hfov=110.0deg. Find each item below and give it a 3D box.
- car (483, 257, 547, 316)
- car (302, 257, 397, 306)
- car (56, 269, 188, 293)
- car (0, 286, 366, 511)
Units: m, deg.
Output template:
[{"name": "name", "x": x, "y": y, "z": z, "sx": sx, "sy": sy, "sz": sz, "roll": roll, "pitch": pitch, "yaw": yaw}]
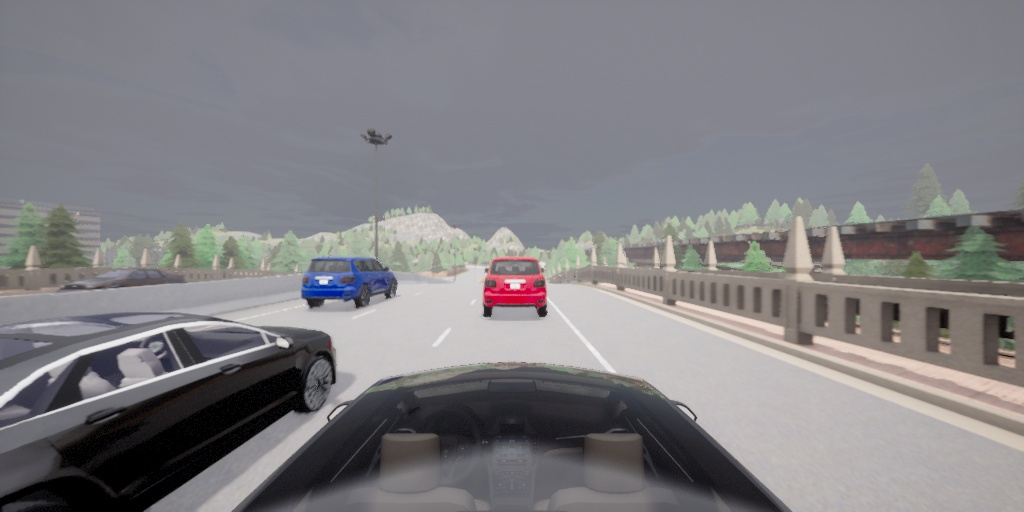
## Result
[{"name": "car", "x": 0.098, "y": 1.043, "z": 13.895, "sx": 2.150, "sy": 2.045, "sz": 5.566, "roll": 0, "pitch": 0, "yaw": 0}, {"name": "car", "x": -6.902, "y": 1.055, "z": 15.821, "sx": 2.150, "sy": 2.045, "sz": 5.566, "roll": 0, "pitch": 0, "yaw": 0}, {"name": "car", "x": -21.101, "y": 1.410, "z": 19.876, "sx": 2.033, "sy": 1.411, "sz": 5.357, "roll": 0, "pitch": -1, "yaw": 0}, {"name": "car", "x": -3.401, "y": 1.251, "z": 3.174, "sx": 2.128, "sy": 1.511, "sz": 4.902, "roll": 0, "pitch": 0, "yaw": 0}]
